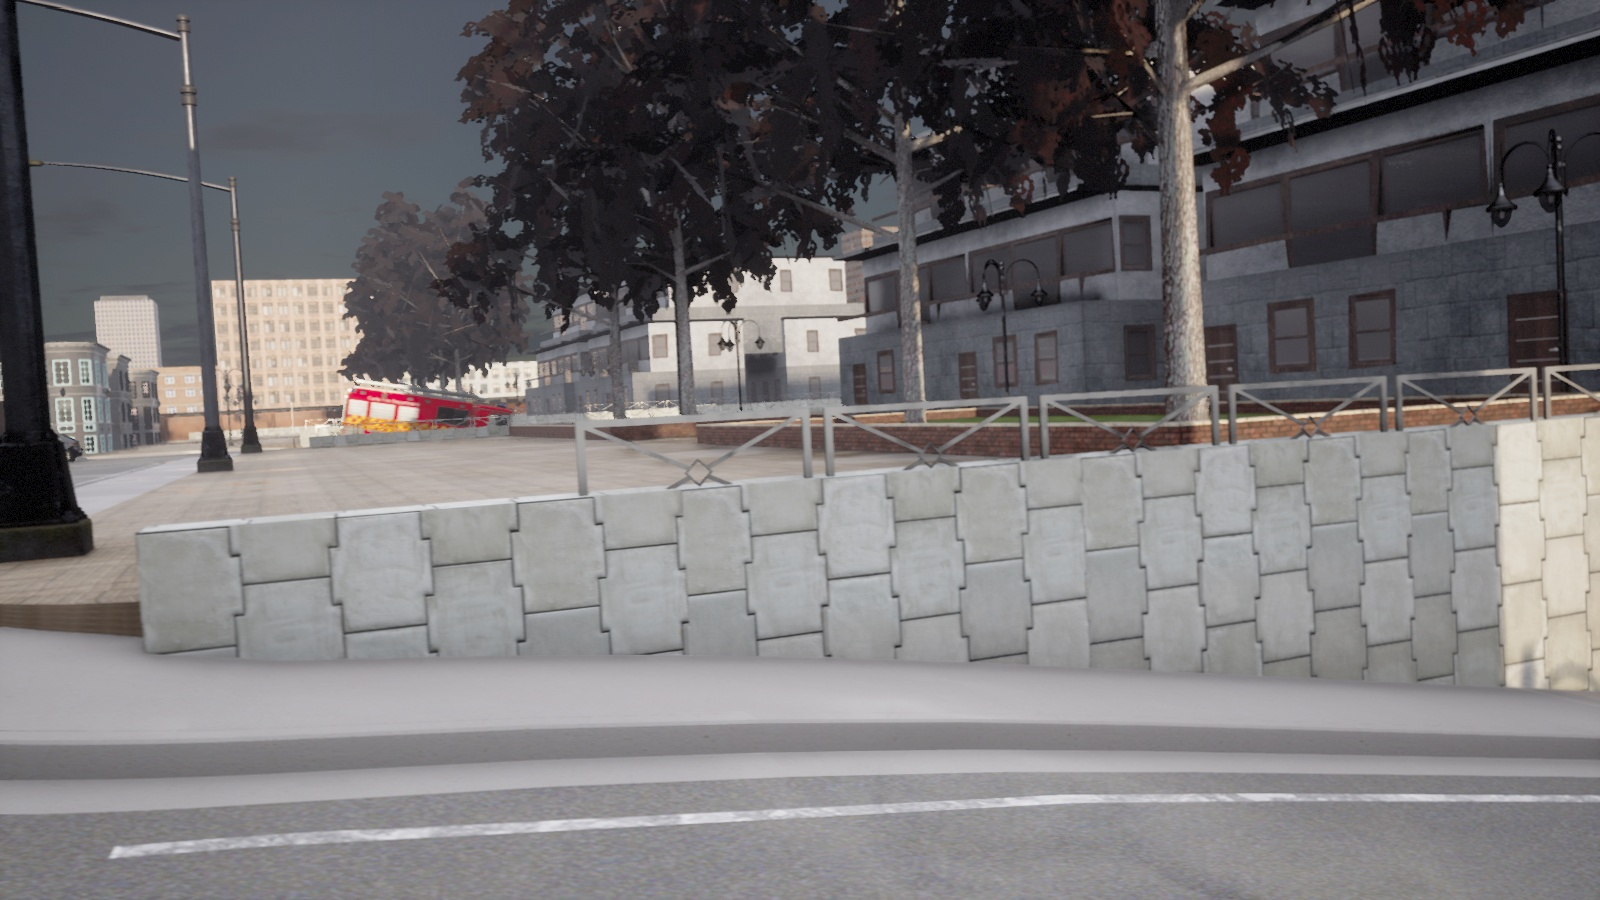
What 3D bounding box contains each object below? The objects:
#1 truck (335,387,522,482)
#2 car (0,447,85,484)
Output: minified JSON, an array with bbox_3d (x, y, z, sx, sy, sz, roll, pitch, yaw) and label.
[{"bbox_3d":[-18.780,-0.729,63.602,8.468,3.827,2.891,7,-2,-22],"label":"truck"},{"bbox_3d":[-36.865,0.751,60.148,4.193,1.474,1.816,-5,3,-22],"label":"car"}]
